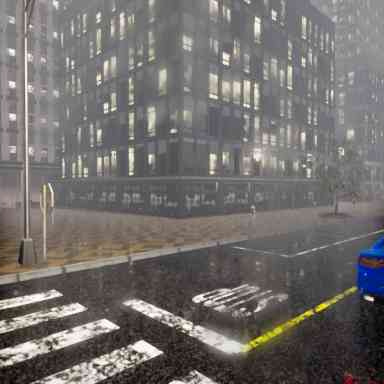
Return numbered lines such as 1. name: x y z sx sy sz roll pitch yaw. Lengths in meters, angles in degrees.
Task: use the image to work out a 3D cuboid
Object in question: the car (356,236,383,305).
1. car: 5.190 1.387 6.973 5.008 1.535 1.882 -1 1 -44
